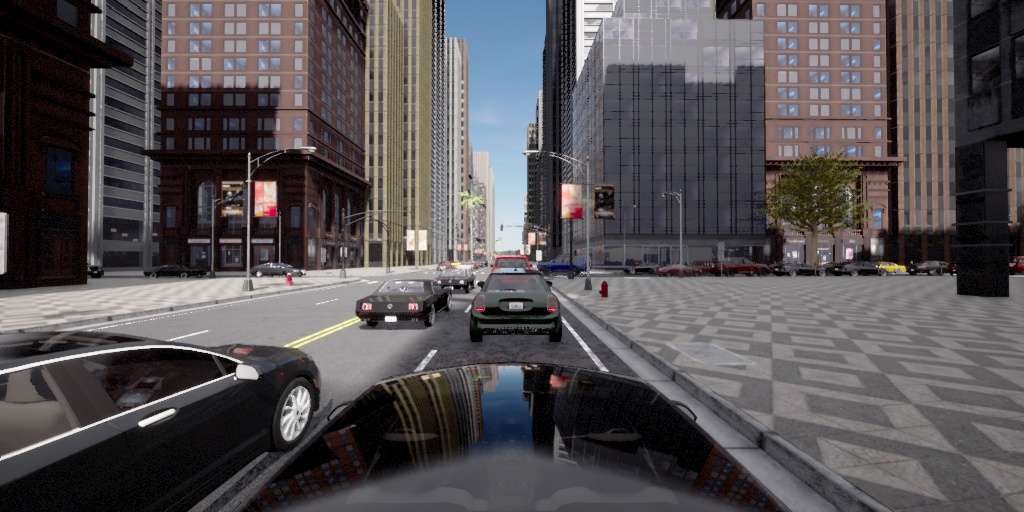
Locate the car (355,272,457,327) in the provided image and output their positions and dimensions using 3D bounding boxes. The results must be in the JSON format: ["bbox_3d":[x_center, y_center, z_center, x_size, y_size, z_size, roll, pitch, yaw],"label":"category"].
[{"bbox_3d":[-3.167,1.361,11.587,1.895,1.301,4.718,0,0,0],"label":"car"}]

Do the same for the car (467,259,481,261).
[{"bbox_3d":[-6.694,1.635,61.067,1.895,1.301,4.718,0,0,0],"label":"car"}]

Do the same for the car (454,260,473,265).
[{"bbox_3d":[-6.696,1.571,51.904,1.895,1.301,4.718,0,0,0],"label":"car"}]

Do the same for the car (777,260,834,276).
[{"bbox_3d":[26.530,1.277,33.155,4.313,1.339,1.948,0,0,-1],"label":"car"}]

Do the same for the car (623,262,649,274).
[{"bbox_3d":[15.107,1.413,41.482,4.313,1.339,1.948,0,0,-1],"label":"car"}]

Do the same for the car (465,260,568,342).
[{"bbox_3d":[0.081,1.109,9.940,2.097,1.767,4.553,0,0,0],"label":"car"}]

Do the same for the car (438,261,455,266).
[{"bbox_3d":[-9.942,1.504,53.158,1.812,1.442,4.674,0,0,-3],"label":"car"}]

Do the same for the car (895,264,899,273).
[{"bbox_3d":[43.129,1.297,41.972,4.829,1.417,1.751,0,0,-1],"label":"car"}]

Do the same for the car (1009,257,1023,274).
[{"bbox_3d":[49.081,0.974,33.550,5.009,1.841,2.192,0,0,-1],"label":"car"}]

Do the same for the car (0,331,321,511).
[{"bbox_3d":[-3.151,1.255,2.267,1.837,1.490,4.892,0,0,0],"label":"car"}]

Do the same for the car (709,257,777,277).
[{"bbox_3d":[20.893,1.042,33.057,5.009,1.841,2.192,0,0,-1],"label":"car"}]

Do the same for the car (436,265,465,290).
[{"bbox_3d":[-3.189,1.388,20.756,1.895,1.301,4.718,0,0,0],"label":"car"}]

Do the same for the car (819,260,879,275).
[{"bbox_3d":[36.680,1.256,39.090,4.892,1.490,1.837,-1,-1,-1],"label":"car"}]

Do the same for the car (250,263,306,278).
[{"bbox_3d":[-22.716,1.419,34.914,4.902,1.511,2.128,0,-1,0],"label":"car"}]

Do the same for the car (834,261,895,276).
[{"bbox_3d":[32.167,1.261,33.254,4.313,1.339,1.948,0,0,-1],"label":"car"}]

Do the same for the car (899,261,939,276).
[{"bbox_3d":[42.522,1.229,36.067,4.674,1.442,1.812,0,-1,-1],"label":"car"}]

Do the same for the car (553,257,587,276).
[{"bbox_3d":[5.481,1.081,39.340,5.566,2.045,2.150,0,0,10],"label":"car"}]

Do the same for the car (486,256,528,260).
[{"bbox_3d":[-0.036,1.003,19.461,2.150,2.045,5.566,0,0,0],"label":"car"}]

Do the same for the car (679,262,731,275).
[{"bbox_3d":[20.869,1.321,38.829,4.674,1.442,1.812,0,-1,-1],"label":"car"}]

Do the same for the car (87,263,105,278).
[{"bbox_3d":[-43.300,1.242,34.899,5.566,2.045,2.150,0,-1,0],"label":"car"}]

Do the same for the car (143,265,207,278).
[{"bbox_3d":[-32.663,1.573,34.903,4.718,1.301,1.895,0,-1,0],"label":"car"}]

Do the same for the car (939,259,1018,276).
[{"bbox_3d":[43.442,1.215,33.452,4.507,1.381,1.888,0,0,-1],"label":"car"}]

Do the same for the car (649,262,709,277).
[{"bbox_3d":[15.254,1.328,32.958,4.207,1.307,1.802,0,0,-1],"label":"car"}]
